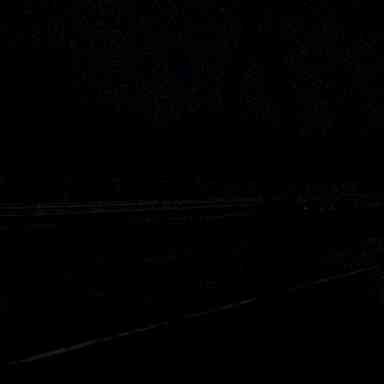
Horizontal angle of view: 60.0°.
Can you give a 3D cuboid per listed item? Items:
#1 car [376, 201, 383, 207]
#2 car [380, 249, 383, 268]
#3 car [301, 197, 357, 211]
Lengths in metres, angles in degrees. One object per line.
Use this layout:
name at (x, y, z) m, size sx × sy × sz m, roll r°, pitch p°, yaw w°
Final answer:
car at (18.023, 1.204, 29.203) m, size 4.902 × 1.511 × 2.128 m, roll -1°, pitch 1°, yaw -34°
car at (6.944, 1.566, 8.630) m, size 4.718 × 1.301 × 1.895 m, roll 0°, pitch 0°, yaw -35°
car at (12.578, 1.326, 29.758) m, size 5.357 × 1.411 × 2.033 m, roll -1°, pitch 1°, yaw -34°
